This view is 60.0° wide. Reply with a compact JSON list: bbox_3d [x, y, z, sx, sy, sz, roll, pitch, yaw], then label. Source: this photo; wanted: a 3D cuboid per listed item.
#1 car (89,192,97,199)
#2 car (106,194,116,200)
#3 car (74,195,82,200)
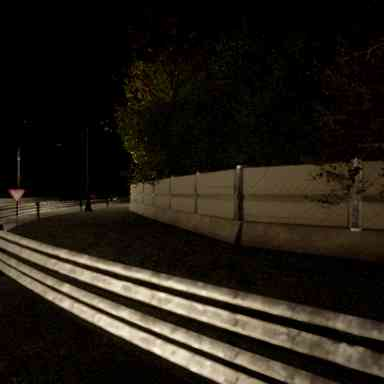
[{"bbox_3d":[-26.254,1.128,87.518,2.150,2.045,5.566,0,0,-19],"label":"car"},{"bbox_3d":[-21.295,1.257,87.400,2.097,1.767,4.553,0,0,-4],"label":"car"},{"bbox_3d":[-29.597,1.443,86.486,2.033,1.411,5.357,0,0,-19],"label":"car"}]
